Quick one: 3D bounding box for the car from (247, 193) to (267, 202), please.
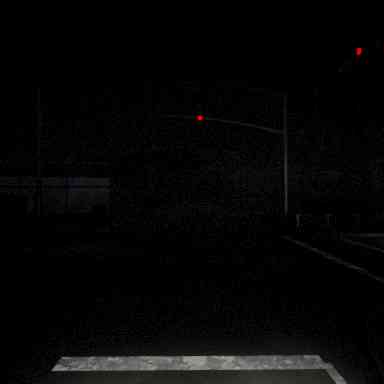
[{"bbox_3d":[13.426,1.077,68.932,3.866,1.878,1.905,0,0,0],"label":"car"}]

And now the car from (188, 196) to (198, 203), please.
[{"bbox_3d":[0.249,1.547,69.629,2.033,1.411,5.357,0,0,0],"label":"car"}]

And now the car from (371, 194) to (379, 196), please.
[{"bbox_3d":[38.354,1.232,69.017,3.806,1.475,1.970,0,0,0],"label":"car"}]

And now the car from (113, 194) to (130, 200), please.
[{"bbox_3d":[-19.433,1.332,91.525,4.674,1.442,1.812,0,0,0],"label":"car"}]

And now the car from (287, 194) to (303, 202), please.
[{"bbox_3d":[21.306,1.097,65.675,4.605,1.855,1.932,0,0,0],"label":"car"}]

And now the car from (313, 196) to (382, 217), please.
[{"bbox_3d":[13.070,1.339,28.212,4.514,1.523,2.007,0,0,0],"label":"car"}]

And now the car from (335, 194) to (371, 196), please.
[{"bbox_3d":[20.636,1.320,43.223,3.633,1.501,1.845,0,0,0],"label":"car"}]

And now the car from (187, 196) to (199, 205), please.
[{"bbox_3d":[0.229,1.505,59.243,1.837,1.490,4.892,0,0,0],"label":"car"}]

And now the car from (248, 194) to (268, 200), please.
[{"bbox_3d":[18.102,1.333,91.563,4.902,1.511,2.128,0,0,0],"label":"car"}]

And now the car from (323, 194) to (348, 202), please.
[{"bbox_3d":[31.291,1.298,72.653,4.514,1.523,2.007,0,0,0],"label":"car"}]

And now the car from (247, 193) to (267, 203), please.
[{"bbox_3d":[12.827,1.361,65.605,3.806,1.475,1.970,0,0,0],"label":"car"}]

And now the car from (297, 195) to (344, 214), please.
[{"bbox_3d":[13.006,1.330,31.348,5.027,1.636,2.152,0,0,0],"label":"car"}]

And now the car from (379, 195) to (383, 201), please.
[{"bbox_3d":[38.701,1.153,62.601,5.027,1.636,2.152,0,0,0],"label":"car"}]
